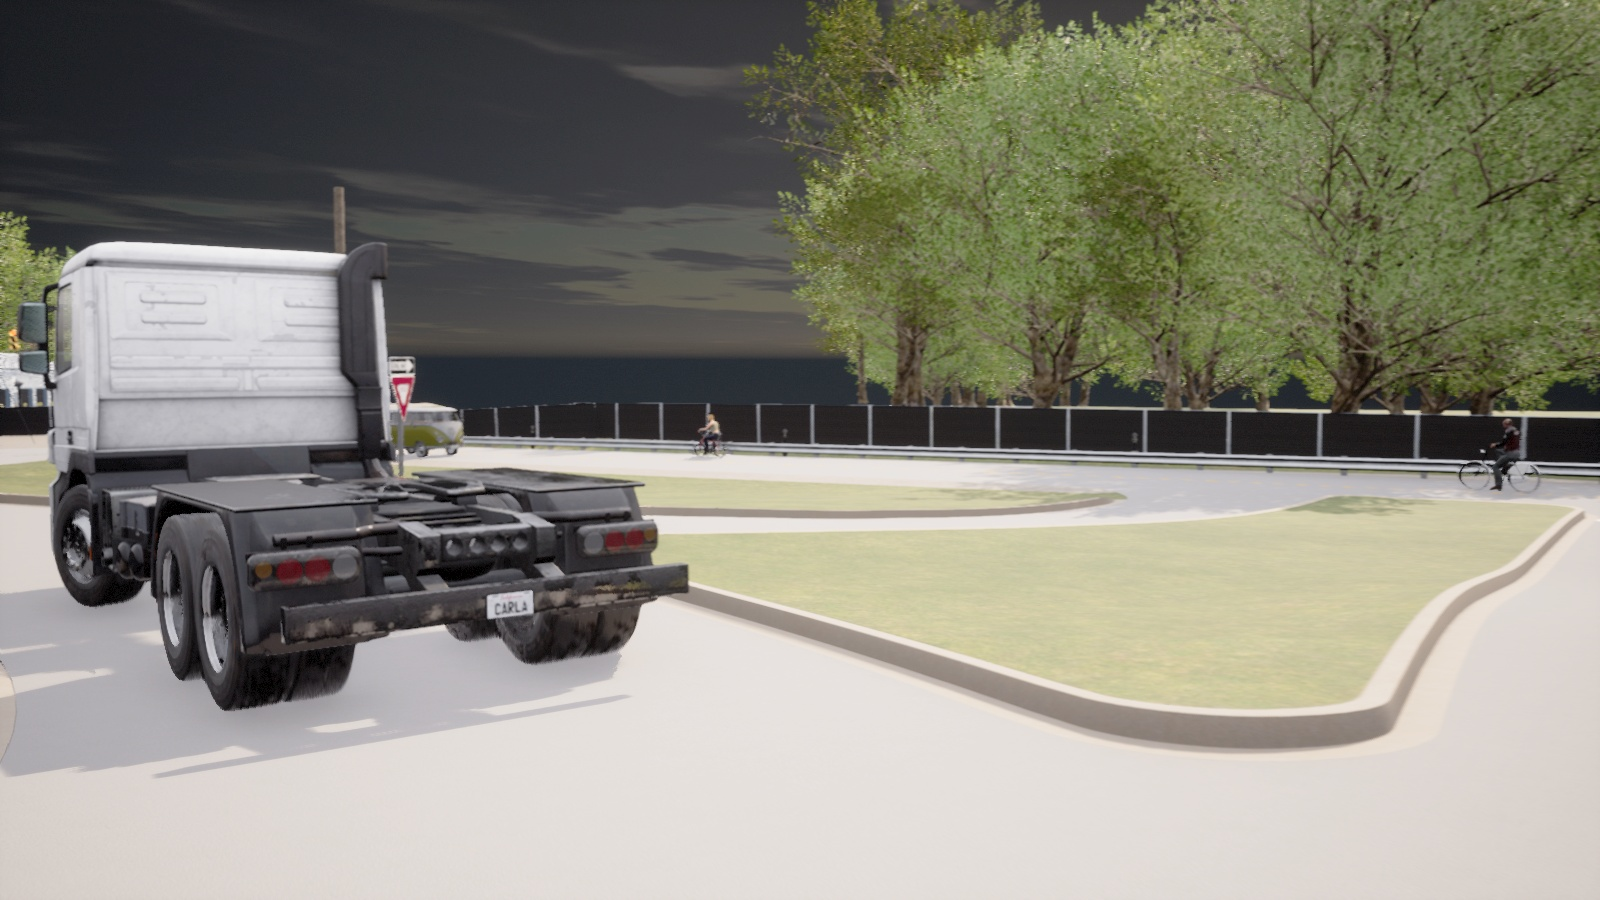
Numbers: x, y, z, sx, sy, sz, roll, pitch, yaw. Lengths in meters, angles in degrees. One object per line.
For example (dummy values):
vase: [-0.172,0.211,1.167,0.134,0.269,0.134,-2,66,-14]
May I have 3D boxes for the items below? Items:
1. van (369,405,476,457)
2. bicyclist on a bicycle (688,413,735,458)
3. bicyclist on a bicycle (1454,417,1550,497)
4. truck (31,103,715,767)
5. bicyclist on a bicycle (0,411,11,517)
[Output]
van: [-15.353,-0.808,50.956,4.442,1.987,1.775,2,4,36]
bicyclist on a bicycle: [-3.275,-0.542,46.378,1.509,1.612,0.866,2,4,37]
bicyclist on a bicycle: [16.678,0.149,29.865,0.659,1.776,1.843,-4,5,-37]
truck: [-4.170,-0.254,10.552,2.891,3.462,7.936,-3,4,-38]
bicyclist on a bicycle: [-13.082,0.212,19.404,1.509,1.612,0.866,2,3,30]
